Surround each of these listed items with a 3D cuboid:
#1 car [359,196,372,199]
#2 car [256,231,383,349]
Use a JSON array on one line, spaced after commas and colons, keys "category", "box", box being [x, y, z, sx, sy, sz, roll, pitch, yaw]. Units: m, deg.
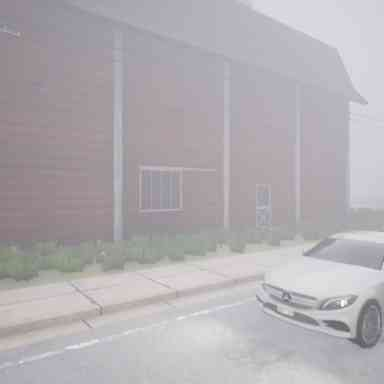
[{"category": "car", "box": [33.032, 1.518, 63.471, 3.905, 1.438, 1.784, 0, 0, -36]}, {"category": "car", "box": [3.295, 1.525, 6.398, 4.674, 1.442, 1.812, 0, 0, -36]}]
